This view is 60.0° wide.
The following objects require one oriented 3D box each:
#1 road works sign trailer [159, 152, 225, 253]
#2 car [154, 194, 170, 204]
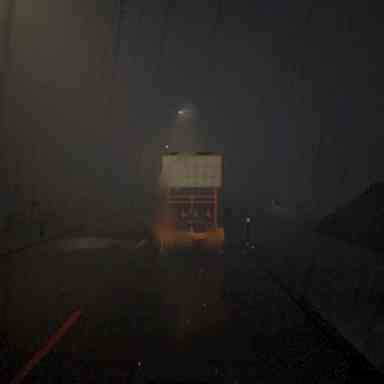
[{"bbox_3d":[0.000,0.280,12.822,2.380,3.560,2.880,0,1,0],"label":"road works sign trailer"},{"bbox_3d":[-4.077,0.950,45.605,1.895,1.301,4.718,0,1,0],"label":"car"}]
